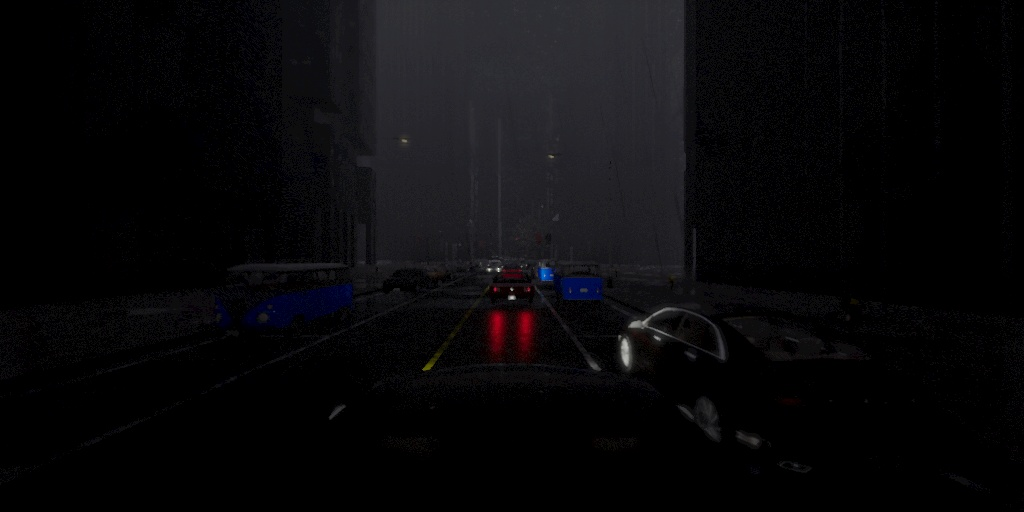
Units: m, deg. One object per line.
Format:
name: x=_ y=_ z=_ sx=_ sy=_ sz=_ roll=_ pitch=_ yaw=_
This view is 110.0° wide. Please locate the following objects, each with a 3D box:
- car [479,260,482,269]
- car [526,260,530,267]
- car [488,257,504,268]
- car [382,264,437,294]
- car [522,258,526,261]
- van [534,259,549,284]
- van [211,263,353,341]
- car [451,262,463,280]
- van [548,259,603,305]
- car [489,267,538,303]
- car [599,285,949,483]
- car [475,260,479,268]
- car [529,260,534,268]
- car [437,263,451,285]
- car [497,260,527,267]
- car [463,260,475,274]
car: x=-5.762 y=1.324 z=56.874 sx=2.007 sy=1.370 sz=4.403 roll=0 pitch=0 yaw=0
car: x=2.763 y=1.325 z=37.307 sx=1.948 sy=1.339 sz=4.313 roll=0 pitch=0 yaw=0
car: x=-3.000 y=1.106 z=62.471 sx=2.150 sy=2.045 sz=5.566 roll=0 pitch=0 yaw=0
car: x=-5.762 y=1.317 z=20.090 sx=1.948 sy=1.339 sz=4.313 roll=0 pitch=0 yaw=0
car: x=2.763 y=1.320 z=51.879 sx=2.007 sy=1.370 sz=4.403 roll=0 pitch=0 yaw=0
van: x=2.763 y=1.095 z=26.481 sx=1.690 sy=1.789 sz=3.998 roll=0 pitch=0 yaw=0
van: x=-5.762 y=1.089 z=9.513 sx=1.690 sy=1.789 sz=3.998 roll=0 pitch=0 yaw=0
car: x=-5.762 y=1.306 z=30.669 sx=2.007 sy=1.370 sz=4.403 roll=0 pitch=0 yaw=0
van: x=2.763 y=1.091 z=15.654 sx=1.690 sy=1.789 sz=3.998 roll=0 pitch=0 yaw=0
car: x=0.000 y=1.368 z=16.530 sx=1.895 sy=1.301 sz=4.718 roll=0 pitch=0 yaw=0
car: x=2.763 y=1.298 z=4.828 sx=2.007 sy=1.370 sz=4.403 roll=0 pitch=0 yaw=0
car: x=-5.762 y=1.310 z=45.985 sx=1.888 sy=1.381 sz=4.507 roll=0 pitch=0 yaw=0
car: x=2.763 y=1.282 z=32.064 sx=1.751 sy=1.417 sz=4.829 roll=0 pitch=0 yaw=0
car: x=-5.762 y=1.279 z=25.210 sx=1.751 sy=1.417 sz=4.829 roll=0 pitch=0 yaw=0
car: x=0.000 y=1.330 z=31.500 sx=1.994 sy=1.385 sz=4.181 roll=0 pitch=0 yaw=0
car: x=-5.762 y=1.312 z=40.541 sx=2.007 sy=1.370 sz=4.403 roll=0 pitch=0 yaw=0
